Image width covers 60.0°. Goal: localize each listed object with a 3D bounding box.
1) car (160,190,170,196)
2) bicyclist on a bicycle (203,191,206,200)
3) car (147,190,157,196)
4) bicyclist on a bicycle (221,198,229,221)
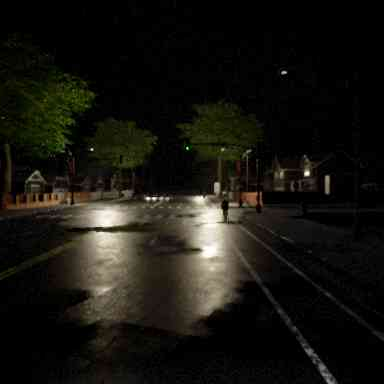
[{"bbox_3d":[-6.540,0.221,81.449,1.812,1.442,4.674,0,1,0],"label":"car"},{"bbox_3d":[2.220,0.695,60.778,0.659,1.776,1.843,0,1,0],"label":"bicyclist on a bicycle"},{"bbox_3d":[-9.789,0.197,81.447,1.837,1.490,4.892,0,1,0],"label":"car"},{"bbox_3d":[2.239,1.209,22.414,0.582,1.620,1.656,0,0,0],"label":"bicyclist on a bicycle"}]
